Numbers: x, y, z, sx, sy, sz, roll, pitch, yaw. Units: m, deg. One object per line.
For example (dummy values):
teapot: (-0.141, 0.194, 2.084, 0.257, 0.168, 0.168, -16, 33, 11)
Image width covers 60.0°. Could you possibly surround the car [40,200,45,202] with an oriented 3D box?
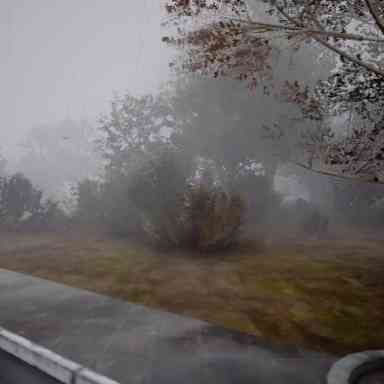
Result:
car: (-19.719, 1.745, 43.248, 1.994, 1.385, 4.181, 0, 0, 32)
